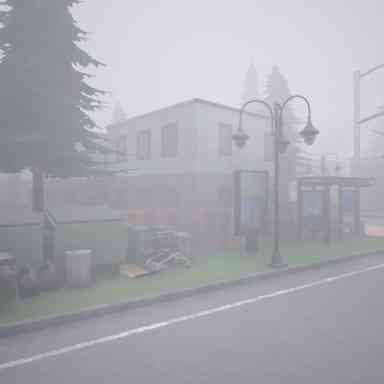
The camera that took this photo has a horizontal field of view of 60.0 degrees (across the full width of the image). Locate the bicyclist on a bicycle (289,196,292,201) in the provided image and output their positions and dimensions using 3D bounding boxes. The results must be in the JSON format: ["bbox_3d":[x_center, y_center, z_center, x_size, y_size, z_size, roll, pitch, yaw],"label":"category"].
[{"bbox_3d":[10.662,1.294,36.329,0.582,1.620,1.656,0,0,44],"label":"bicyclist on a bicycle"}]
